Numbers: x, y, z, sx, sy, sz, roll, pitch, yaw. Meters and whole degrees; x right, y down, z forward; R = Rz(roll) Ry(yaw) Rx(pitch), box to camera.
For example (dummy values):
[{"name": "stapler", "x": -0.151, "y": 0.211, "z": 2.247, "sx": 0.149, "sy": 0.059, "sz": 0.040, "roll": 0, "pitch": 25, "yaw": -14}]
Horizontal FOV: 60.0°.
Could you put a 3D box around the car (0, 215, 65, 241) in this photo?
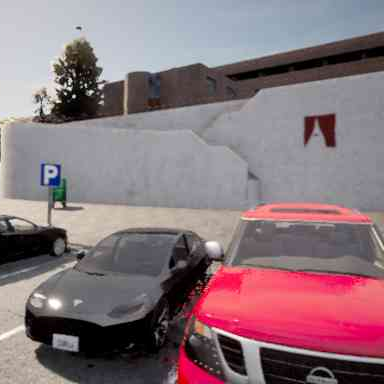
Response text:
[{"name": "car", "x": -5.799, "y": 1.408, "z": 9.932, "sx": 2.097, "sy": 1.535, "sz": 5.008, "roll": 0, "pitch": 0, "yaw": 16}]

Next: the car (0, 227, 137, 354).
[{"name": "car", "x": -0.914, "y": 1.481, "z": 6.420, "sx": 2.163, "sy": 1.488, "sz": 4.792, "roll": 1, "pitch": 0, "yaw": 16}]

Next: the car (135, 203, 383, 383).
[{"name": "car", "x": 1.535, "y": 1.224, "z": 4.678, "sx": 2.435, "sy": 2.045, "sz": 5.566, "roll": 1, "pitch": 0, "yaw": 16}]
